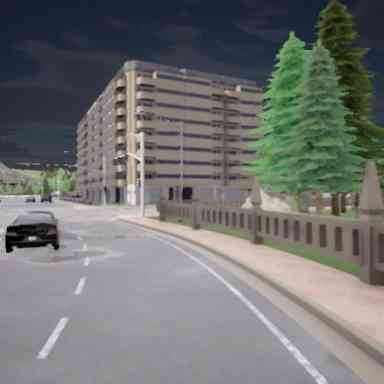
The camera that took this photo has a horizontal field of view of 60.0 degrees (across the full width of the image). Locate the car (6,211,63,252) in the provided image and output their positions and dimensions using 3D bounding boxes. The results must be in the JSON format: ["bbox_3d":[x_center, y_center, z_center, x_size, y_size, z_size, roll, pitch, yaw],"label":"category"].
[{"bbox_3d":[-6.735,1.553,14.438,1.882,1.535,5.008,0,0,-21],"label":"car"}]

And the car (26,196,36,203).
[{"bbox_3d":[-39.319,1.783,81.284,2.097,1.767,4.553,0,0,-26],"label":"car"}]

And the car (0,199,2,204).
[{"bbox_3d":[-43.314,1.940,73.547,1.837,1.490,4.892,0,0,-26],"label":"car"}]

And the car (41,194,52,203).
[{"bbox_3d":[-36.072,1.637,82.610,2.150,2.045,5.566,0,0,-26],"label":"car"}]
